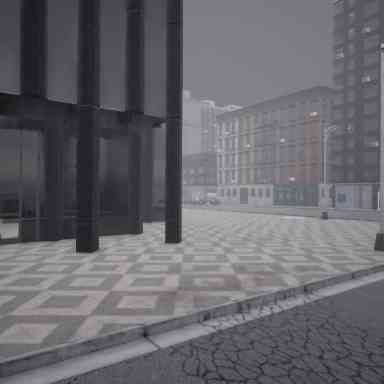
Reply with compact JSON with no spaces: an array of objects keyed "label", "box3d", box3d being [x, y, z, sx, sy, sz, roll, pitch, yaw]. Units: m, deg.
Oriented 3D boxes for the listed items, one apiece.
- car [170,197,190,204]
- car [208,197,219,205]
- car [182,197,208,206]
[{"label":"car","box3d":[-2.491,1.712,67.928,1.994,1.385,4.181,1,0,-35]},{"label":"car","box3d":[2.816,1.639,60.464,1.837,1.490,4.892,1,0,-35]},{"label":"car","box3d":[0.257,1.633,58.506,1.812,1.442,4.674,1,0,-35]}]
